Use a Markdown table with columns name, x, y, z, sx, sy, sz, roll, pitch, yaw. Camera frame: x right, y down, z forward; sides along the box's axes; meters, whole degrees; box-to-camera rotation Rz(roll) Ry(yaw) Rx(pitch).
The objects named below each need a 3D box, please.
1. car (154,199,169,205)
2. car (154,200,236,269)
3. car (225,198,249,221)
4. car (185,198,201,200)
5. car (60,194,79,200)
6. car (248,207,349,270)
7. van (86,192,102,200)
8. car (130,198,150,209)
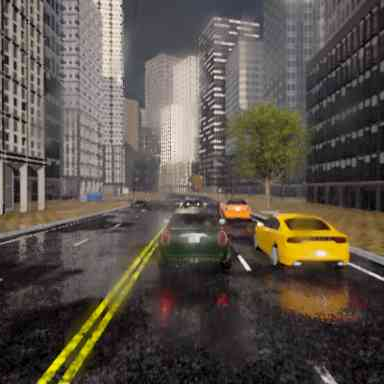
| name | x | y | z | sx | sy | sz | roll | pitch | yaw |
| --- | --- | --- | --- | --- | --- | --- | --- | --- | --- |
| car | -3.333 | 1.482 | 38.565 | 1.895 | 1.301 | 4.718 | 0 | 0 | 0 |
| car | 0.073 | 1.322 | 11.220 | 2.097 | 1.767 | 4.553 | 0 | 0 | 0 |
| car | 3.329 | 1.275 | 26.324 | 2.097 | 1.767 | 4.553 | 0 | 0 | 0 |
| car | 0.079 | 1.275 | 26.325 | 2.097 | 1.767 | 4.553 | 0 | 0 | 0 |
| car | -28.161 | 1.108 | 76.123 | 4.507 | 1.381 | 1.887 | 0 | 0 | 1 |
| car | 3.322 | 1.449 | 11.031 | 1.882 | 1.535 | 5.008 | 0 | 0 | 0 |
| van | -22.622 | 0.929 | 76.073 | 3.998 | 1.788 | 1.690 | 0 | 0 | 1 |
| car | -6.575 | 1.431 | 42.300 | 1.994 | 1.385 | 4.181 | 0 | 0 | 0 |
